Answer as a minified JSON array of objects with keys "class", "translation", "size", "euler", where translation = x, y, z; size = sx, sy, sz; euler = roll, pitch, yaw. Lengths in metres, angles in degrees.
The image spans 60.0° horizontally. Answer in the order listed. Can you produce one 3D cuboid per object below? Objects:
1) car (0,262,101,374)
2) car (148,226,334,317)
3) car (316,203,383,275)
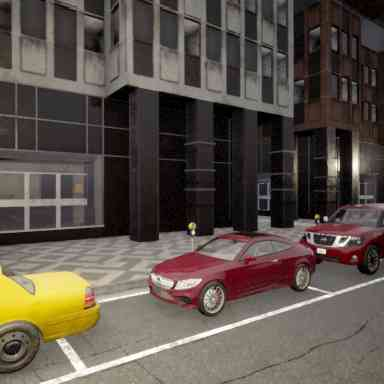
[{"class":"car","translation":[-3.640,1.525,4.057],"size":[4.829,1.417,1.752],"euler":[0,0,-35]},{"class":"car","translation":[1.062,1.581,7.403],"size":[4.206,1.307,1.802],"euler":[0,0,-35]},{"class":"car","translation":[5.626,1.314,10.653],"size":[5.009,1.841,2.192],"euler":[0,0,-35]}]
